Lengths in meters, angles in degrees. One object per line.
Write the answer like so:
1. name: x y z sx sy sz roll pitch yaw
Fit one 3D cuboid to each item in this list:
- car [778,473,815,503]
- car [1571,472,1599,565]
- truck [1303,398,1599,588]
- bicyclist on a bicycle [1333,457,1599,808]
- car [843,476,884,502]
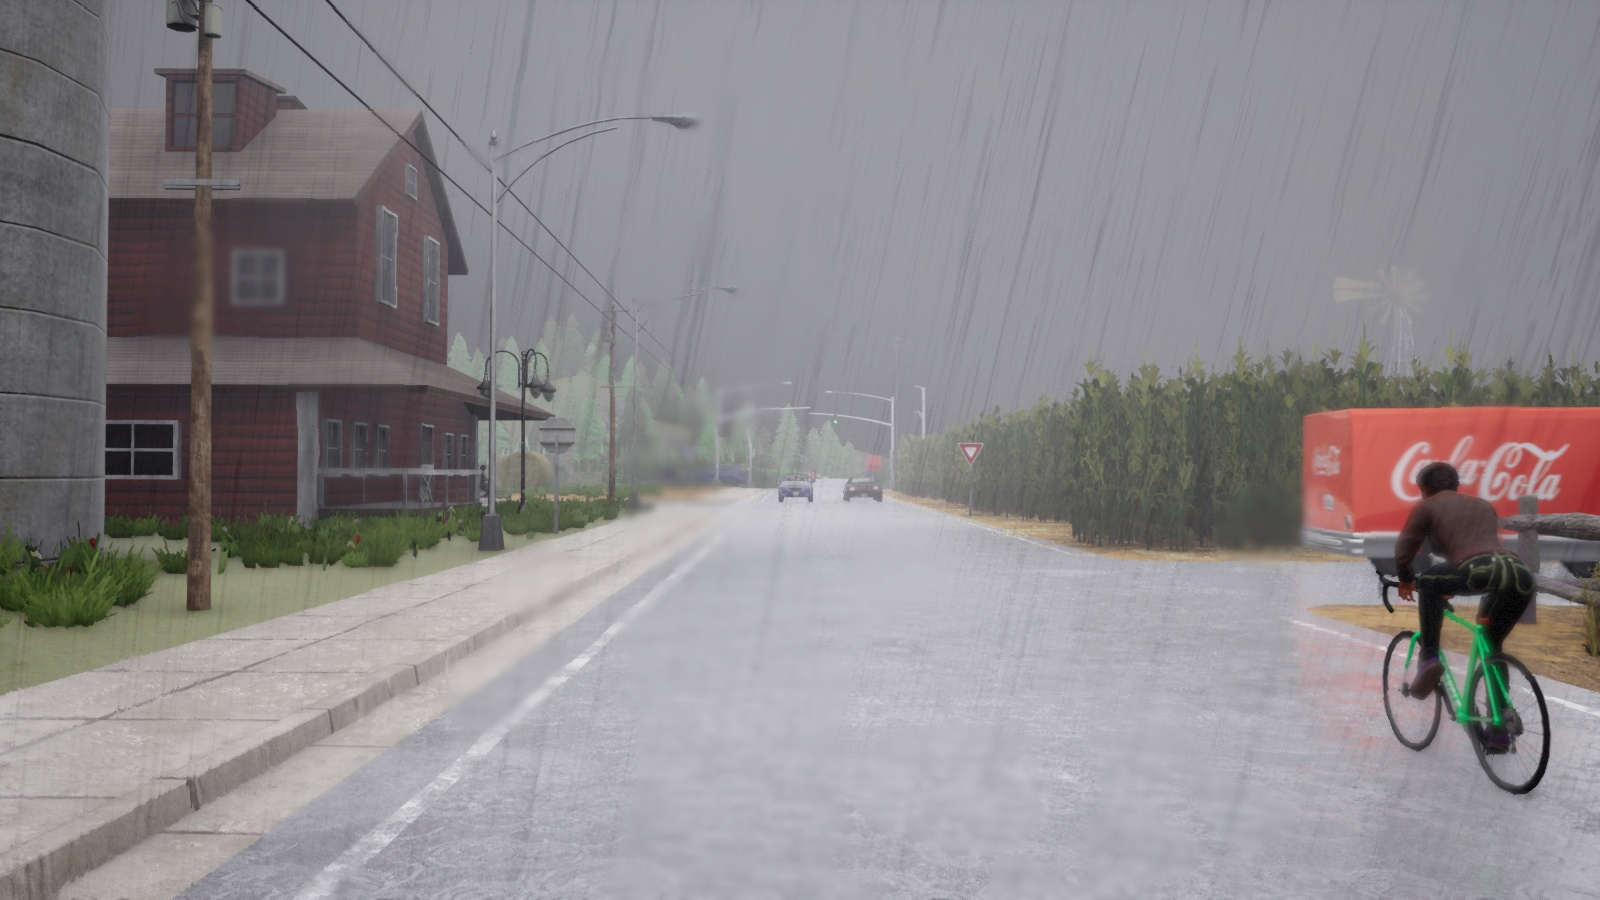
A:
1. car: -0.200 1.903 64.116 1.816 1.474 4.193 0 -1 0
2. car: 15.334 1.094 20.049 4.892 1.490 1.837 0 -1 0
3. truck: 10.184 0.581 17.719 5.204 2.467 2.627 0 -1 7
4. bicyclist on a bicycle: 3.477 0.865 6.652 0.582 1.620 1.656 0 -1 0
5. car: 3.295 2.005 65.842 1.895 1.301 4.718 0 -1 0
